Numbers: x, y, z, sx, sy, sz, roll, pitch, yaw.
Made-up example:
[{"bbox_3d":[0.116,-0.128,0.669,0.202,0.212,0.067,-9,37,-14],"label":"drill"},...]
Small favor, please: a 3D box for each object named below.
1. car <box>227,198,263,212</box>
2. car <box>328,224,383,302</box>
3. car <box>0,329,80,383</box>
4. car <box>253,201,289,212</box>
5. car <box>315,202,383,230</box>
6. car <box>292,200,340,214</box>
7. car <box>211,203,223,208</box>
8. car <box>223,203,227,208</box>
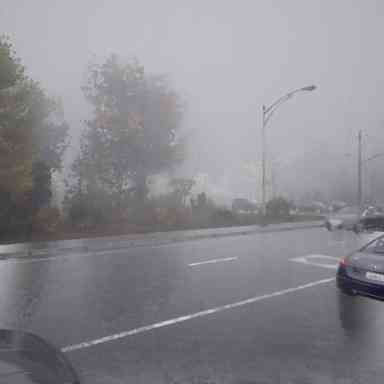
[{"bbox_3d":[7.843,1.868,46.627,2.150,2.045,5.566,0,-3,-32],"label":"car"},{"bbox_3d":[5.129,1.574,7.412,4.181,1.385,1.994,0,0,-34],"label":"car"},{"bbox_3d":[-3.033,1.505,1.581,4.892,1.490,1.837,0,0,-36],"label":"car"},{"bbox_3d":[11.242,2.110,47.802,2.128,1.511,4.902,0,-3,-32],"label":"car"},{"bbox_3d":[9.709,1.533,19.281,4.902,1.511,2.128,0,0,-34],"label":"car"},{"bbox_3d":[13.559,1.741,37.556,2.128,1.511,4.902,0,-2,-32],"label":"car"},{"bbox_3d":[2.476,2.514,55.162,2.097,1.767,4.553,0,-3,-32],"label":"car"},{"bbox_3d":[5.833,2.625,56.399,2.128,1.511,4.902,0,-3,-32],"label":"car"}]
